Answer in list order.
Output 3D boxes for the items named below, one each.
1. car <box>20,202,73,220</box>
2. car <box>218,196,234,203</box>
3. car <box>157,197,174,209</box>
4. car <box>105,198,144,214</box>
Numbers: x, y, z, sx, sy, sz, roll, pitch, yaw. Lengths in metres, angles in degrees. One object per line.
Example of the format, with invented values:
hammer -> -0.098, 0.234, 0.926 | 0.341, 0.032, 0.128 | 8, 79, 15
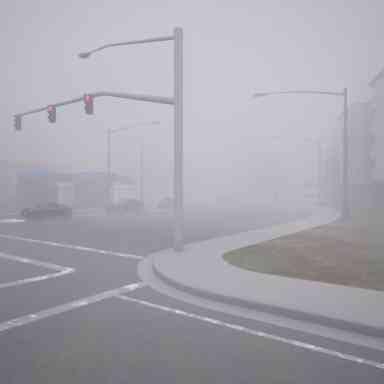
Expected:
car -> -12.411, 1.564, 28.572 | 1.994, 1.385, 4.181 | 0, 0, 36
car -> 7.097, 1.489, 69.358 | 2.128, 1.511, 4.902 | 0, 0, -18
car -> -3.198, 1.504, 45.314 | 1.837, 1.490, 4.892 | 0, 0, 15
car -> -7.239, 1.477, 36.058 | 1.882, 1.535, 5.008 | 0, 0, 30
